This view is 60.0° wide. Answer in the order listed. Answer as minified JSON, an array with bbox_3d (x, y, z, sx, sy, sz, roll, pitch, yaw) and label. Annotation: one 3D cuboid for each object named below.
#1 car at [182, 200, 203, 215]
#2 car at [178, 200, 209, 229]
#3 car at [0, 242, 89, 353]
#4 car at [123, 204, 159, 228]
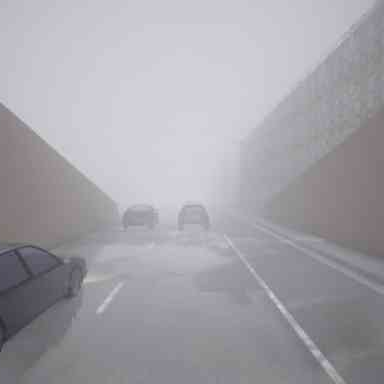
[{"bbox_3d":[0.078,1.633,36.365,2.163,1.488,4.792,0,0,0],"label":"car"},{"bbox_3d":[0.094,1.509,22.169,2.033,1.649,4.856,0,0,0],"label":"car"},{"bbox_3d":[-3.416,1.567,5.530,2.033,1.411,5.357,0,0,1],"label":"car"},{"bbox_3d":[-3.407,1.558,22.838,1.882,1.535,5.008,0,0,0],"label":"car"}]
